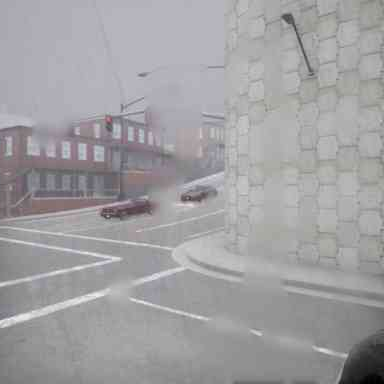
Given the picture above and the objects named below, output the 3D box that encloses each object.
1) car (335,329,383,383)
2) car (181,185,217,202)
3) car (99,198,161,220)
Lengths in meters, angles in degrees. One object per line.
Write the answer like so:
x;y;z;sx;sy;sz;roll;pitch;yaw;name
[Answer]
3.327;1.492;1.591;4.902;1.511;2.128;0;0;36;car
0.690;0.078;32.099;1.994;1.385;4.181;0;9;36;car
-4.542;1.187;24.715;1.895;1.301;4.718;0;5;35;car
